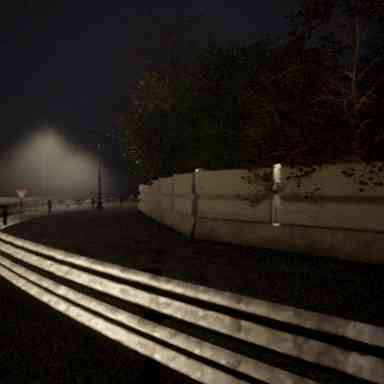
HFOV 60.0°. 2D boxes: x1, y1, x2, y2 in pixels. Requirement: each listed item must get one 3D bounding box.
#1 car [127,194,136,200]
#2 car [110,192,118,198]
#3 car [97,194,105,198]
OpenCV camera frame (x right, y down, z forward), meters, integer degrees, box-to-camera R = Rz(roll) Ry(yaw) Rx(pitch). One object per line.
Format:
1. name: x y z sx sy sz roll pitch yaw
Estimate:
1. car: -16.635 1.337 91.601 1.812 1.442 4.674 0 0 1
2. car: -21.562 1.012 92.130 2.150 2.045 5.566 0 0 -14
3. car: -24.985 1.245 91.400 1.882 1.535 5.008 0 0 -14
